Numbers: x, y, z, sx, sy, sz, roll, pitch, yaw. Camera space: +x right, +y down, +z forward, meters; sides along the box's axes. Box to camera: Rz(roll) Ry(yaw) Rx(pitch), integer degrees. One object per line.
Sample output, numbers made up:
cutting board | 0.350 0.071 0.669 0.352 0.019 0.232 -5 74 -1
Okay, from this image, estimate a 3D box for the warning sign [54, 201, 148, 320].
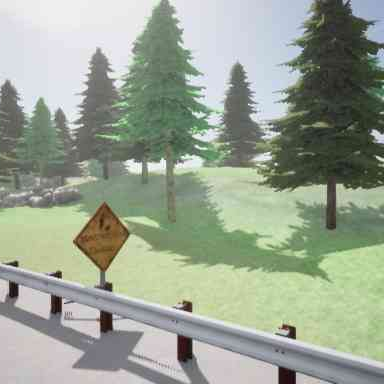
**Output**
warning sign | -1.645 1.112 6.131 1.060 1.860 1.300 0 0 36
